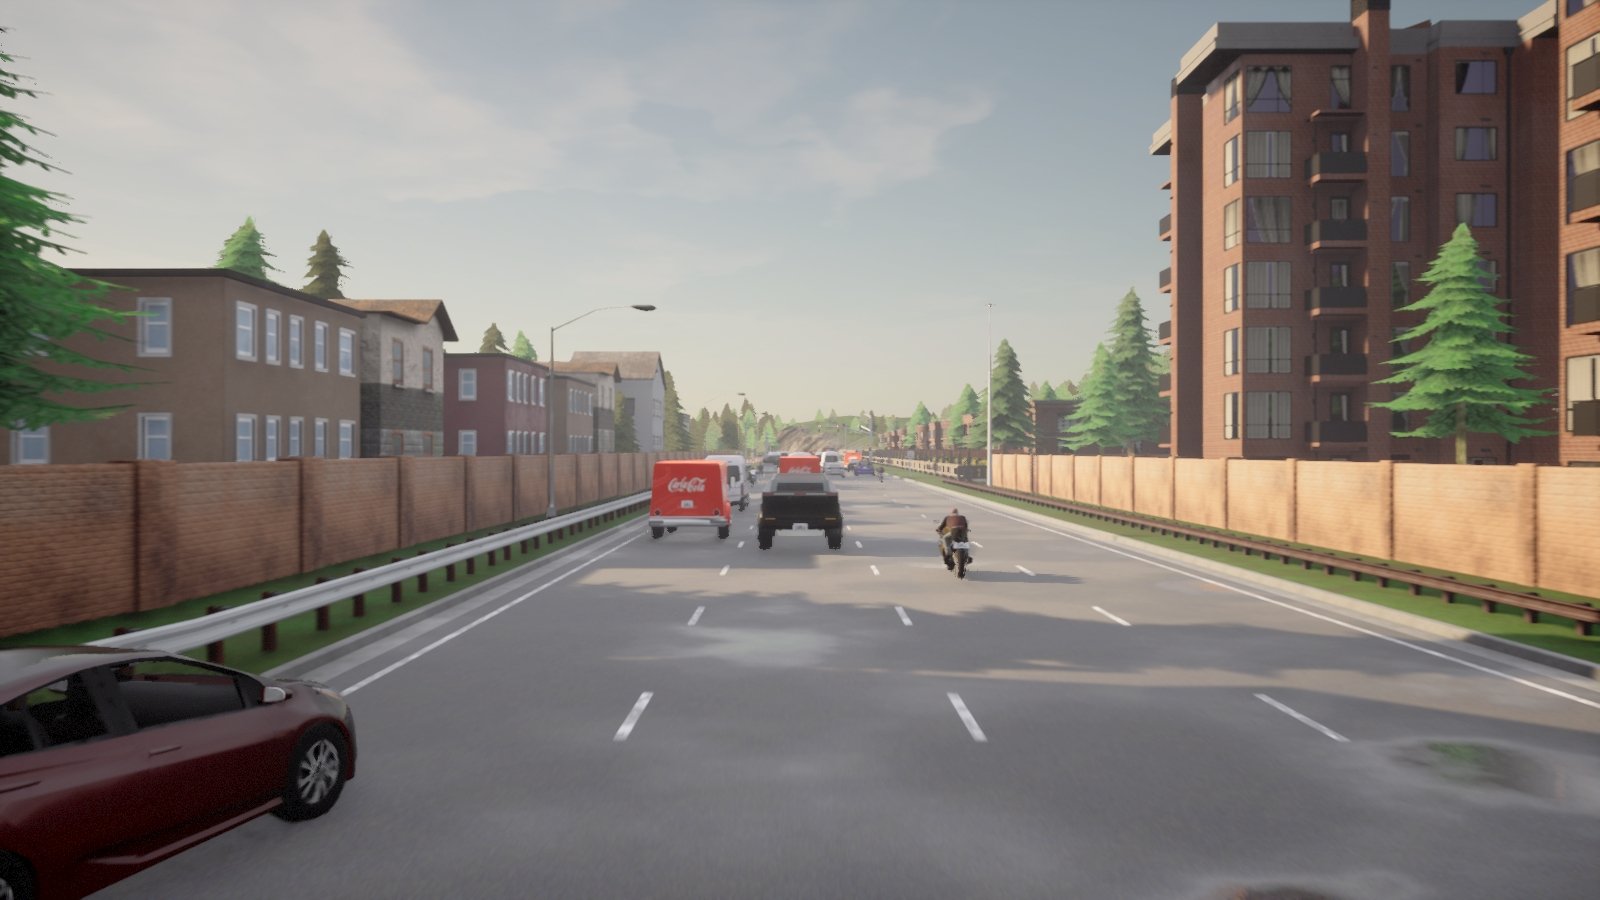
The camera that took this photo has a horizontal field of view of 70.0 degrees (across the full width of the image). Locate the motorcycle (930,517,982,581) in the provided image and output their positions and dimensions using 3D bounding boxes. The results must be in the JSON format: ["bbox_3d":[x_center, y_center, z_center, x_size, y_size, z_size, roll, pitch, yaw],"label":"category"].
[{"bbox_3d":[3.502,2.205,25.846,0.867,1.251,2.209,0,0,0],"label":"motorcycle"}]

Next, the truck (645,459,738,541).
[{"bbox_3d":[-3.498,1.570,37.951,2.627,2.467,5.204,0,0,0],"label":"truck"}]

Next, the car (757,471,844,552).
[{"bbox_3d":[0.005,1.754,34.414,2.390,2.098,6.274,0,0,0],"label":"car"}]

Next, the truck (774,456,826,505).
[{"bbox_3d":[0.001,1.568,60.893,2.627,2.467,5.204,0,0,0],"label":"truck"}]

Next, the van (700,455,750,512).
[{"bbox_3d":[-3.504,1.535,54.537,1.988,2.561,5.915,0,0,0],"label":"van"}]

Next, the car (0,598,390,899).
[{"bbox_3d":[-4.831,2.040,7.441,2.007,1.525,4.514,0,0,12],"label":"car"}]
